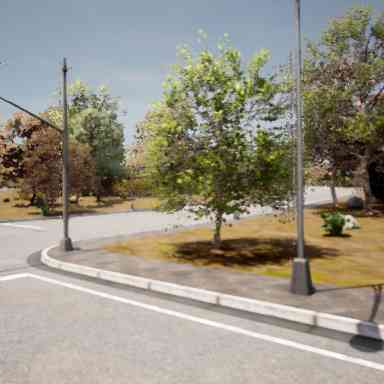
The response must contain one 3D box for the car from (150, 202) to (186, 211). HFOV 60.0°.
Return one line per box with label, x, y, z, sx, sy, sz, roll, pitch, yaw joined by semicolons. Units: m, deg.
car;-2.950;1.599;40.628;1.895;1.301;4.718;-1;1;38
